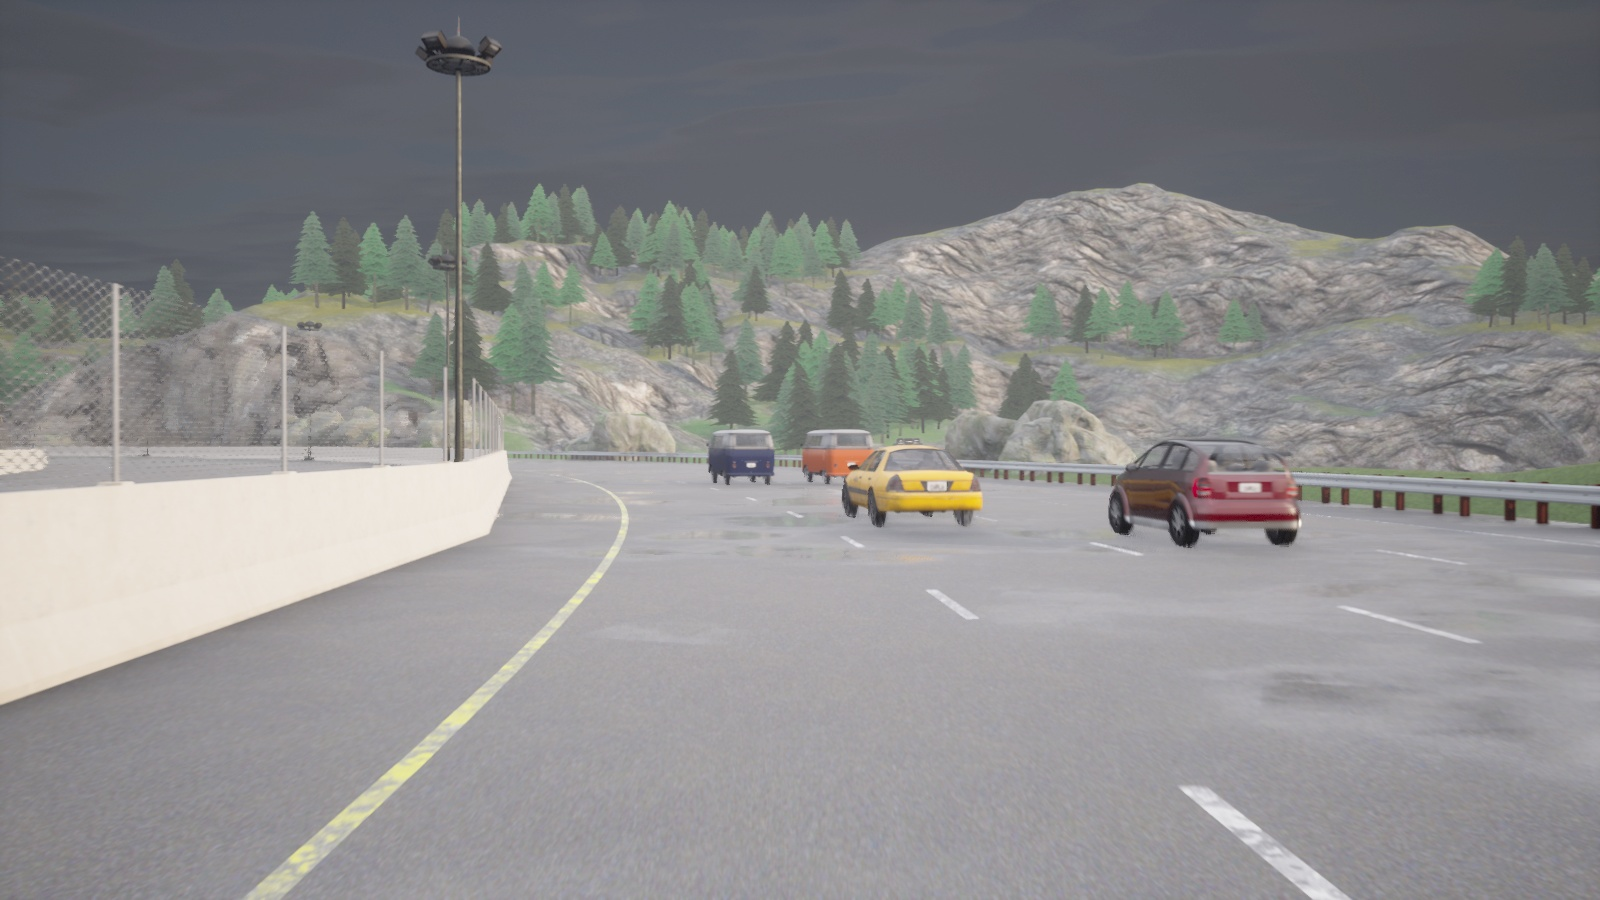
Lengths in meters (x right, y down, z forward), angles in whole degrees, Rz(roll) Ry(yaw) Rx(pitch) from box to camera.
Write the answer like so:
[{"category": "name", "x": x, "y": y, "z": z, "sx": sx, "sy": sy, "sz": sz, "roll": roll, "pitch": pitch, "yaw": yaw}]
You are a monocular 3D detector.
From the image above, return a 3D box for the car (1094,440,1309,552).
[{"category": "car", "x": 6.015, "y": 0.621, "z": 19.286, "sx": 1.789, "sy": 1.549, "sz": 3.705, "roll": 0, "pitch": 0, "yaw": -6}]

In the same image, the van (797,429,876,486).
[{"category": "van", "x": 1.285, "y": 0.240, "z": 46.143, "sx": 1.775, "sy": 1.987, "sz": 4.442, "roll": 0, "pitch": 0, "yaw": -14}]

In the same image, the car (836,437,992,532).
[{"category": "car", "x": 1.987, "y": 0.553, "z": 23.659, "sx": 1.801, "sy": 1.575, "sz": 5.366, "roll": 0, "pitch": 0, "yaw": -7}]

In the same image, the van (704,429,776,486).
[{"category": "van", "x": -2.245, "y": 0.239, "z": 45.832, "sx": 1.775, "sy": 1.987, "sz": 4.442, "roll": 0, "pitch": 0, "yaw": -14}]
